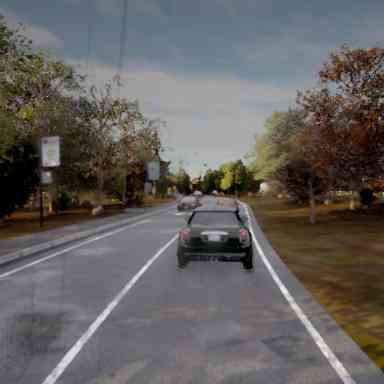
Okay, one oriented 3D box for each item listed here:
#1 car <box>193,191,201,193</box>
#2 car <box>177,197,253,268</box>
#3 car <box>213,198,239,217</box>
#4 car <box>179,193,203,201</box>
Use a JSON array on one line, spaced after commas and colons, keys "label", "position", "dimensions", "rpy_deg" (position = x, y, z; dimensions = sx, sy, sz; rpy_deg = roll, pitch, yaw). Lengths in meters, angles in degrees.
[{"label": "car", "position": [1.237, 0.485, 72.675], "dimensions": [1.812, 1.442, 4.674], "rpy_deg": [1, 1, -5]}, {"label": "car", "position": [0.793, 1.217, 10.984], "dimensions": [2.097, 1.767, 4.553], "rpy_deg": [0, 1, 5]}, {"label": "car", "position": [2.883, 1.230, 27.390], "dimensions": [1.895, 1.301, 4.718], "rpy_deg": [0, 1, 8]}, {"label": "car", "position": [-0.191, 1.122, 32.134], "dimensions": [1.812, 1.442, 4.674], "rpy_deg": [0, 1, 8]}]
